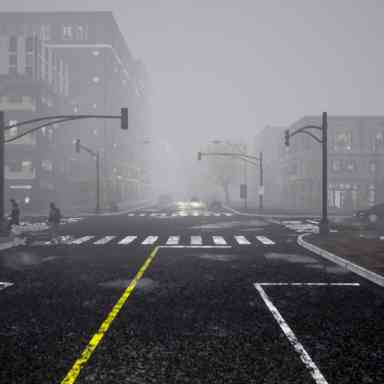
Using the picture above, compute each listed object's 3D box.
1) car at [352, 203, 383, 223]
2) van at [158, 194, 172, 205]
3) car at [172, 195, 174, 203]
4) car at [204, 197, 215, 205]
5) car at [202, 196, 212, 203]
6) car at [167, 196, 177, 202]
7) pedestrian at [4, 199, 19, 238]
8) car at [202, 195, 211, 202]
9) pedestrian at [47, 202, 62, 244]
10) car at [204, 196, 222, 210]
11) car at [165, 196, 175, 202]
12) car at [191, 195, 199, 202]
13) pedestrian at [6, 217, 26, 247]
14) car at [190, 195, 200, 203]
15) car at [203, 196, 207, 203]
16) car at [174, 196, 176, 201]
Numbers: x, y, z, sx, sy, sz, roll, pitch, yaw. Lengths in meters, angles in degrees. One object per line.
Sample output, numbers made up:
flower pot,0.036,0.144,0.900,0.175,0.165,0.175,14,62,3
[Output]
car,15.030,1.578,25.860,4.892,1.490,1.837,0,0,-2
van,-5.190,1.399,60.801,1.690,1.788,3.998,0,0,0
car,-5.143,1.651,66.498,1.802,1.307,4.206,0,0,0
car,3.190,1.640,60.731,1.802,1.307,4.206,0,0,0
car,3.285,1.633,72.123,2.008,1.369,4.403,0,0,0
car,-5.002,1.663,83.587,2.008,1.369,4.403,0,0,0
pedestrian,-7.936,1.142,14.786,0.375,1.860,0.375,0,0,0
car,3.331,1.537,77.820,1.967,1.590,4.097,0,0,0
pedestrian,-5.852,1.294,14.170,0.375,1.860,0.375,0,0,0
car,3.049,1.580,43.640,2.008,1.369,4.403,0,0,0
car,-5.049,1.662,77.891,1.947,1.339,4.313,0,0,0
car,0.668,1.541,80.851,1.812,1.442,4.674,0,0,0
pedestrian,-7.109,1.674,13.580,0.500,1.100,0.500,0,0,0
car,0.582,1.547,70.434,1.882,1.535,5.008,0,0,0
car,3.097,1.479,49.337,1.967,1.590,4.097,0,0,0
car,-5.096,1.397,72.195,2.192,1.841,5.009,0,0,0
